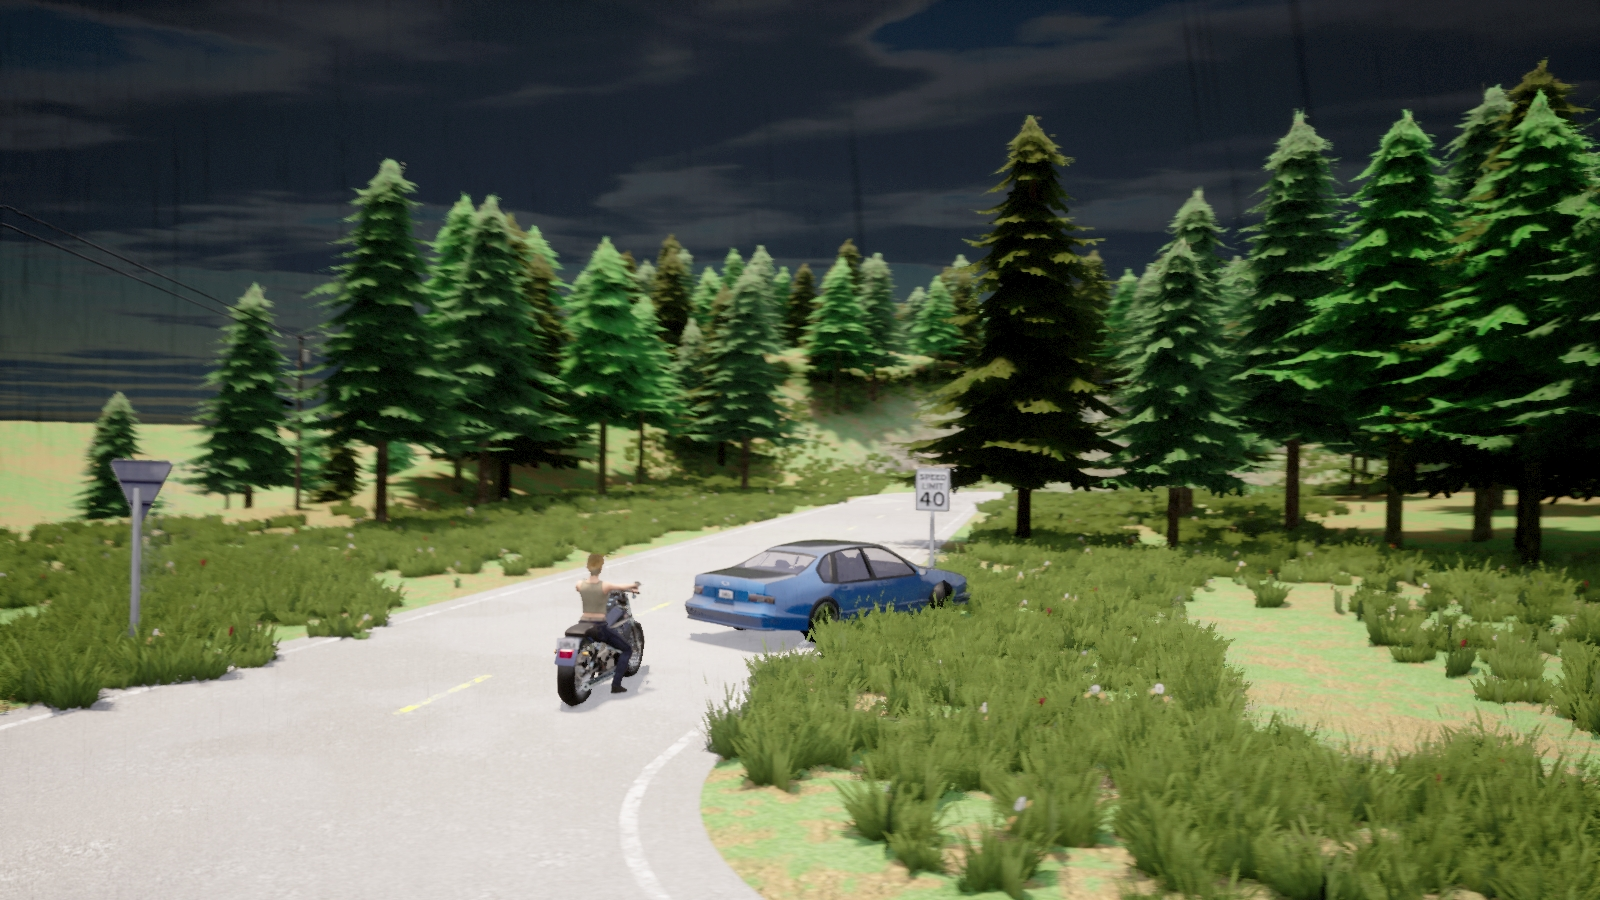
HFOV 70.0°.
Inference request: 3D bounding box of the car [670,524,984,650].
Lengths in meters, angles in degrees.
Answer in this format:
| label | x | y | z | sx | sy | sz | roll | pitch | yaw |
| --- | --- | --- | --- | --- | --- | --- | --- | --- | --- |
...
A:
| label | x | y | z | sx | sy | sz | roll | pitch | yaw |
| --- | --- | --- | --- | --- | --- | --- | --- | --- | --- |
| car | 0.611 | 2.059 | 18.391 | 2.033 | 1.411 | 5.357 | 1 | 0 | 42 |
